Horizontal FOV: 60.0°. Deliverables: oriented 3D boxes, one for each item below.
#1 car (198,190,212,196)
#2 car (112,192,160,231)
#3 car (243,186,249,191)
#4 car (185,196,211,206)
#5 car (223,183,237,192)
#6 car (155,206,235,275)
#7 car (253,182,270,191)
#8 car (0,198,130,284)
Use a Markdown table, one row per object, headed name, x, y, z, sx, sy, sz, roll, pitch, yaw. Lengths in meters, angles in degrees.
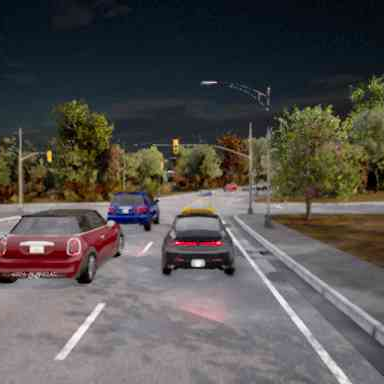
| name | x | y | z | sx | sy | sz | roll | pitch | yaw |
| --- | --- | --- | --- | --- | --- | --- | --- | --- | --- |
| car | 2.862 | 0.263 | 70.363 | 1.812 | 1.442 | 4.674 | 0 | 3 | 21 |
| car | -3.165 | 0.985 | 18.900 | 2.150 | 2.045 | 5.566 | 0 | 1 | 2 |
| car | 14.685 | -0.979 | 85.827 | 1.994 | 1.385 | 4.181 | 0 | 4 | 33 |
| car | 0.366 | 1.235 | 19.383 | 1.882 | 1.535 | 5.008 | 0 | 1 | 2 |
| car | 9.708 | -1.047 | 84.304 | 2.150 | 2.045 | 5.566 | 0 | 4 | 28 |
| car | 0.166 | 1.368 | 10.008 | 1.837 | 1.490 | 4.892 | 0 | 0 | 1 |
| car | 18.004 | -1.077 | 84.544 | 1.882 | 1.535 | 5.008 | 0 | 4 | 33 |
| car | -3.342 | 1.227 | 9.337 | 2.097 | 1.767 | 4.553 | 0 | 1 | 1 |
